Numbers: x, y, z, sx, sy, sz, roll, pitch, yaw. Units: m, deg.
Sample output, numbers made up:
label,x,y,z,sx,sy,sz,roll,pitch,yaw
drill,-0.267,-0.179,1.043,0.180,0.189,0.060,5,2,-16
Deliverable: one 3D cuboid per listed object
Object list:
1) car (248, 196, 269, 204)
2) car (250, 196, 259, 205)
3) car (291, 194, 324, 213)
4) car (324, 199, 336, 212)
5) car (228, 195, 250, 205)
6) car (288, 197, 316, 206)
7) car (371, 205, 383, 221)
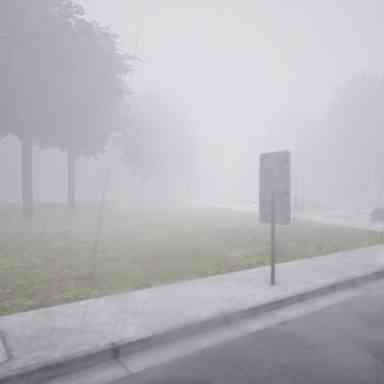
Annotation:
label,x,y,z,sx,sy,sz,roll,pitch,yaw
car,13.030,1.571,65.299,2.033,1.411,5.357,0,0,-12
car,11.100,1.585,58.819,1.994,1.385,4.181,0,0,-12
car,12.174,1.221,37.986,2.150,2.045,5.566,0,0,-12
car,15.134,1.501,39.681,2.128,1.511,4.902,0,0,-12
car,7.934,1.355,58.088,2.097,1.767,4.553,0,0,-12
car,18.397,1.584,55.828,2.033,1.411,5.357,0,0,-12
car,15.146,1.547,24.185,1.994,1.385,4.181,0,0,-12
